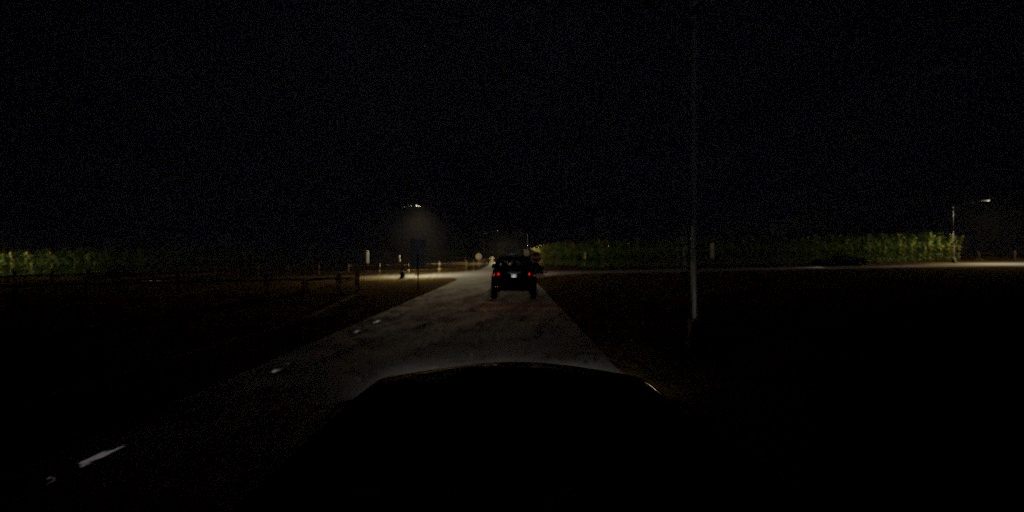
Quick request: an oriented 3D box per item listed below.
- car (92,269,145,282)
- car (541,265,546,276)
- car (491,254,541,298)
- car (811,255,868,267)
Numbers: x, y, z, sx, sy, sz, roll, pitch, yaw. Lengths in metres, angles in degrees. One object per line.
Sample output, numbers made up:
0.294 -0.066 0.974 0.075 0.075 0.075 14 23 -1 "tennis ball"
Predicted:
-42.855 2.131 39.094 4.181 1.385 1.994 -1 0 0 "car"
1.775 1.274 35.334 1.837 1.490 4.892 -2 0 25 "car"
0.098 0.988 18.633 2.150 2.045 5.566 0 0 0 "car"
38.691 0.561 42.378 5.357 1.411 2.033 -1 0 0 "car"
